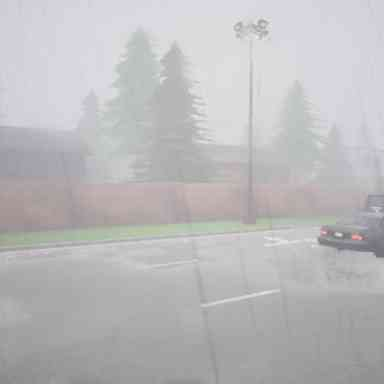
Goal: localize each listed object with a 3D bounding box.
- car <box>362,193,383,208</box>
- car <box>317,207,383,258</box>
[{"bbox_3d":[12.331,1.105,19.534,5.566,2.045,2.150,0,1,-31],"label":"car"},{"bbox_3d":[7.030,1.467,12.334,5.357,1.411,2.033,0,1,-31],"label":"car"}]
